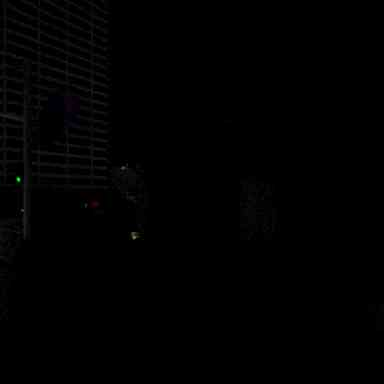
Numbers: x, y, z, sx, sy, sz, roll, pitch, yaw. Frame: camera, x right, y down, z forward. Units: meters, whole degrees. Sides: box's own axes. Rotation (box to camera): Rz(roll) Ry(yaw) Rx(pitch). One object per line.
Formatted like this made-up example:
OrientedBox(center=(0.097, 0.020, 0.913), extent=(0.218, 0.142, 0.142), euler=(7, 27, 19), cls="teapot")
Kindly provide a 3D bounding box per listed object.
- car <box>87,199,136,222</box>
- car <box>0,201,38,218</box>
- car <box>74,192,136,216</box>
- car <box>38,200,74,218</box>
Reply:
OrientedBox(center=(-5.317, 1.547, 26.539), extent=(2.033, 1.411, 5.357), euler=(0, 0, 35), cls="car")
OrientedBox(center=(-15.514, 1.547, 30.647), extent=(2.033, 1.411, 5.357), euler=(0, 0, 35), cls="car")
OrientedBox(center=(-7.267, 1.221, 29.843), extent=(2.150, 2.045, 5.566), euler=(0, 0, 35), cls="car")
OrientedBox(center=(-11.142, 1.478, 30.767), extent=(1.882, 1.535, 5.008), euler=(0, 0, 35), cls="car")
